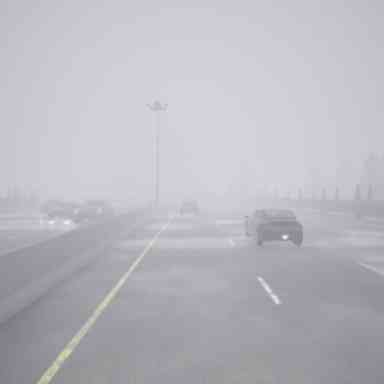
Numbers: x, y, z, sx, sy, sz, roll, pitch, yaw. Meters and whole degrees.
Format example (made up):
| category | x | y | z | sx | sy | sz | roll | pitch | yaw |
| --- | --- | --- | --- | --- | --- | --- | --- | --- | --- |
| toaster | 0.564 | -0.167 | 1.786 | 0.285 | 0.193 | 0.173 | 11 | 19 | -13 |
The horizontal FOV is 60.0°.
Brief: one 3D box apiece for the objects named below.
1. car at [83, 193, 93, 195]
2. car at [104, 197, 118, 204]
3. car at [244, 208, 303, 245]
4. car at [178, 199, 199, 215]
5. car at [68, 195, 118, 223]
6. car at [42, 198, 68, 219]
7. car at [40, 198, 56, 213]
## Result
| category | x | y | z | sx | sy | sz | roll | pitch | yaw |
| --- | --- | --- | --- | --- | --- | --- | --- | --- | --- |
| car | -21.267 | 1.262 | 68.250 | 2.150 | 2.045 | 5.566 | 0 | 0 | -27 |
| car | -16.004 | 1.643 | 65.618 | 1.895 | 1.301 | 4.718 | 0 | 0 | -24 |
| car | 3.599 | 1.481 | 15.272 | 1.837 | 1.490 | 4.892 | 0 | 0 | 0 |
| car | -0.383 | 1.462 | 34.100 | 2.128 | 1.511 | 4.902 | 0 | 0 | -5 |
| car | -7.192 | 1.322 | 24.771 | 2.097 | 1.767 | 4.553 | 0 | 0 | -1 |
| car | -10.720 | 1.517 | 28.953 | 2.033 | 1.411 | 5.357 | 0 | 0 | -2 |
| car | -14.797 | 1.482 | 35.867 | 1.837 | 1.490 | 4.892 | 0 | 0 | -7 |
